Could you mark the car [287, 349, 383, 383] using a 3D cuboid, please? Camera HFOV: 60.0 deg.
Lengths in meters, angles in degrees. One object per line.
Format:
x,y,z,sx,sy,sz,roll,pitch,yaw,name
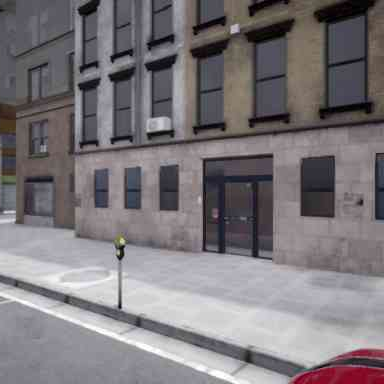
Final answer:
2.152,1.438,1.274,4.097,1.590,1.967,0,0,36,car
